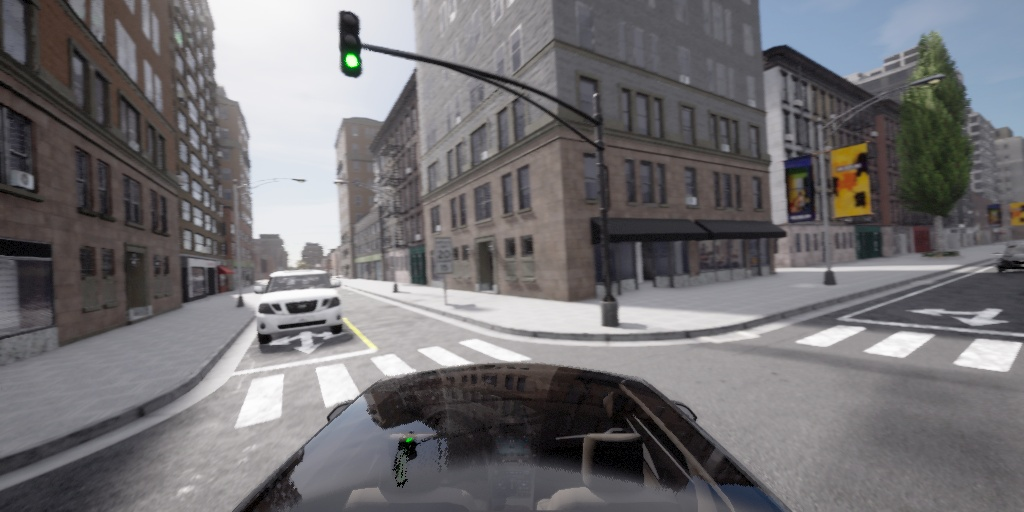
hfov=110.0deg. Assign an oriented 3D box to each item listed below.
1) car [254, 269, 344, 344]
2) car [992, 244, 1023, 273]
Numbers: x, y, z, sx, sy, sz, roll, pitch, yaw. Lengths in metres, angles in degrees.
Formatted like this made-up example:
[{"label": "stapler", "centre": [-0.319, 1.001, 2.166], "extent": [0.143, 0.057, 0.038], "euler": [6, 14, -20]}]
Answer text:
[{"label": "car", "centre": [-7.209, 1.497, 12.245], "extent": [2.150, 2.045, 5.566], "euler": [-3, -1, -31]}, {"label": "car", "centre": [27.461, 0.098, 19.033], "extent": [4.892, 1.490, 1.837], "euler": [-3, -1, -31]}]
